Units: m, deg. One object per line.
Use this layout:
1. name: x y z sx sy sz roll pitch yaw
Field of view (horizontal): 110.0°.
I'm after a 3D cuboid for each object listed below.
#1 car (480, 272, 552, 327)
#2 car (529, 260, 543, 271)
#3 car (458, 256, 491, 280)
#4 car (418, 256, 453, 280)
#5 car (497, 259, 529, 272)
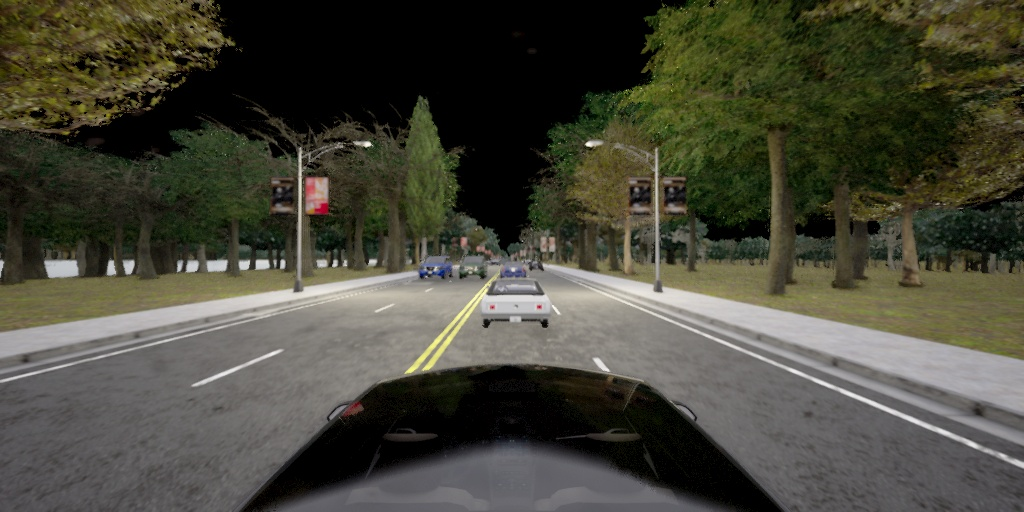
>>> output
1. car: 0.099 1.347 11.492 1.895 1.301 4.718 0 0 0
2. car: 3.350 1.331 50.469 1.812 1.442 4.674 0 0 0
3. car: -3.344 0.985 31.690 2.150 2.045 5.566 0 0 0
4. car: -6.594 0.985 31.689 2.150 2.045 5.566 0 0 0
5. car: 0.100 1.113 29.696 2.097 1.767 4.553 0 0 0
